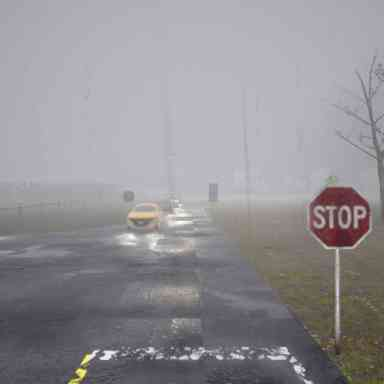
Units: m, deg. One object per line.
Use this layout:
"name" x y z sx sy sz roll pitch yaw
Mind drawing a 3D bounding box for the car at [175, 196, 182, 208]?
"car" -2.951 1.355 47.621 2.097 1.767 4.553 0 0 0

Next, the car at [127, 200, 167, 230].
"car" -2.902 1.483 21.362 1.882 1.535 5.008 0 0 0

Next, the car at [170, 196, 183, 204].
"car" -2.922 1.492 63.929 2.128 1.511 4.902 0 0 0

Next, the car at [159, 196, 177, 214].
"car" -2.933 1.510 35.384 1.837 1.490 4.892 0 0 0
